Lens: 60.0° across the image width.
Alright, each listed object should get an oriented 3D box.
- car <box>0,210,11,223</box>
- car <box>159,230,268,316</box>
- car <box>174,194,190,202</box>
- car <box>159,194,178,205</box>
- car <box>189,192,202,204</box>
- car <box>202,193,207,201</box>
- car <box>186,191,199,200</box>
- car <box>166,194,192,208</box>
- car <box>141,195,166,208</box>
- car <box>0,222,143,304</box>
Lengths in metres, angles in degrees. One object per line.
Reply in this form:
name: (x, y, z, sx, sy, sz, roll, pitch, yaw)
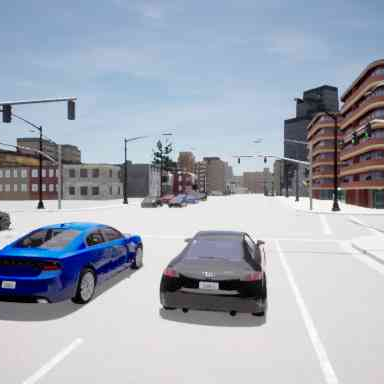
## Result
car: (-11.840, 1.526, 18.020, 1.812, 1.442, 4.674, 1, 0, 7)
car: (0.690, 1.564, 7.630, 1.994, 1.385, 4.181, 0, 0, 12)
car: (-1.889, 1.125, 65.119, 2.033, 1.411, 5.357, 0, 1, 11)
car: (-3.795, 1.226, 55.468, 1.882, 1.535, 5.008, 0, 1, 11)
car: (-0.087, 1.249, 56.284, 1.812, 1.442, 4.674, 0, 1, 11)
car: (1.872, 1.052, 66.107, 1.837, 1.490, 4.892, 0, 1, 12)
car: (0.054, 0.752, 74.923, 2.097, 1.767, 4.553, 0, 1, 11)
car: (-1.921, 1.409, 46.879, 2.033, 1.411, 5.357, 0, 1, 11)
car: (-5.557, 1.230, 46.502, 2.097, 1.767, 4.553, 0, 1, 11)
car: (-2.747, 1.478, 8.276, 1.882, 1.535, 5.008, 0, 0, 11)
